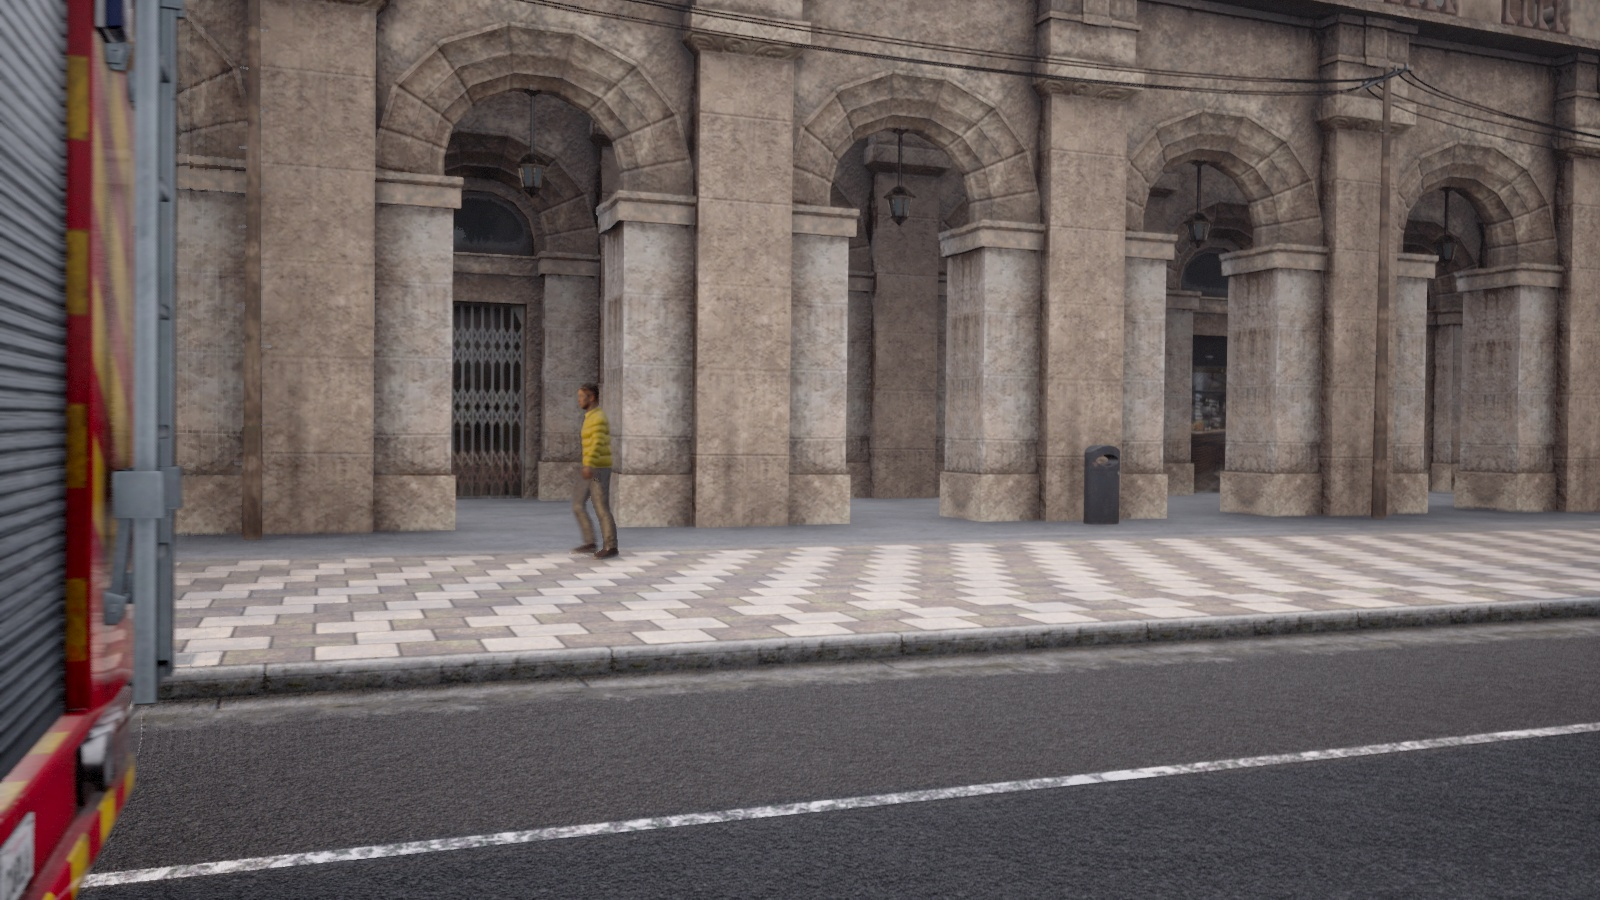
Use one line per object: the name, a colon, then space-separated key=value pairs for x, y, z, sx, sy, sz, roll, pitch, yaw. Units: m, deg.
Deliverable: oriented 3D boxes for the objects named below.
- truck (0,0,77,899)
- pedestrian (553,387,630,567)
truck: x=-5.731 y=-0.325 z=1.053 sx=8.468 sy=3.827 sz=2.891 roll=-1 pitch=1 yaw=-21
pedestrian: x=-2.184 y=0.267 z=13.142 sx=0.709 sy=1.840 sz=0.431 roll=-1 pitch=1 yaw=-21
